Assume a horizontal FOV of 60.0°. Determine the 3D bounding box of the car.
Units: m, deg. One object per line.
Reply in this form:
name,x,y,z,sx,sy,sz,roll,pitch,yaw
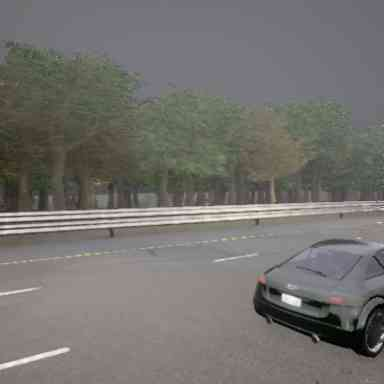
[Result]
car,3.100,1.565,6.081,4.181,1.385,1.994,0,0,-36
